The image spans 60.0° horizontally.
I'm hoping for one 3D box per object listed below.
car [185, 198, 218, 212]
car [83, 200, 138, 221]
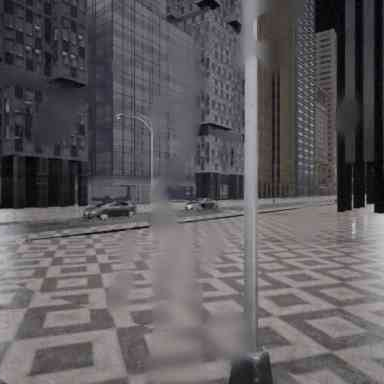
[{"bbox_3d":[1.140,1.446,38.007,2.128,1.511,4.902,0,0,36],"label":"car"},{"bbox_3d":[-6.640,1.478,27.364,1.837,1.490,4.892,0,0,36],"label":"car"}]
